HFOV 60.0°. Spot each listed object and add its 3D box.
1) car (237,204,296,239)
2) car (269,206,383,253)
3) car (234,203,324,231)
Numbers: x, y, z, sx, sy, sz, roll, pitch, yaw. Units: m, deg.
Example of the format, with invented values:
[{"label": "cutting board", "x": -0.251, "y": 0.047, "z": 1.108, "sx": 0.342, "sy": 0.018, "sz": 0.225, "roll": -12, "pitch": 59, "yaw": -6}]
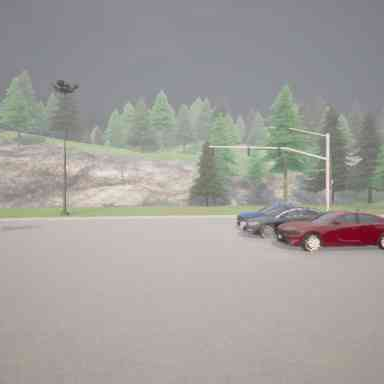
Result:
[{"label": "car", "x": 4.906, "y": 1.491, "z": 16.758, "sx": 4.902, "sy": 1.511, "sz": 2.128, "roll": 0, "pitch": 0, "yaw": -7}, {"label": "car", "x": 5.931, "y": 1.477, "z": 13.373, "sx": 5.008, "sy": 1.535, "sz": 1.882, "roll": 0, "pitch": 0, "yaw": -7}, {"label": "car", "x": 5.243, "y": 1.477, "z": 20.330, "sx": 5.008, "sy": 1.535, "sz": 1.882, "roll": 0, "pitch": 0, "yaw": -7}]
